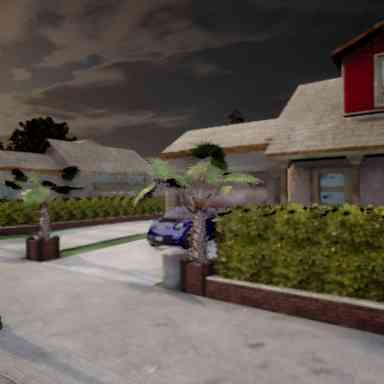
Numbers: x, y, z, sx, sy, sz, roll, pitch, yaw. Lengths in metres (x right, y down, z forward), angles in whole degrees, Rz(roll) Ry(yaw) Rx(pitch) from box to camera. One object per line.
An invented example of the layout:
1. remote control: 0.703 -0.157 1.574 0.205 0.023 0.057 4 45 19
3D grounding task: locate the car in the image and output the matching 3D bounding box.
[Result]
1. car: -0.129 1.235 12.635 1.845 1.501 3.633 -1 0 33
